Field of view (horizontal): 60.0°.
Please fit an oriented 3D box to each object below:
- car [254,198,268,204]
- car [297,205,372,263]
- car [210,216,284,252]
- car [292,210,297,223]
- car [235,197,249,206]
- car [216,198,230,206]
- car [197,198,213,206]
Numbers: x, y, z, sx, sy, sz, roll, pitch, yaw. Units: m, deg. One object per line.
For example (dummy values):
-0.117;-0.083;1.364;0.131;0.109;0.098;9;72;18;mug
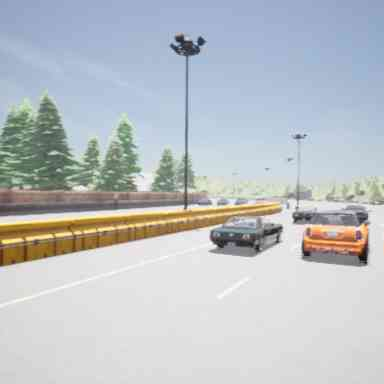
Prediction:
12.761;1.833;61.265;2.097;1.767;4.553;0;0;18;car
5.752;1.482;13.020;2.097;1.767;4.553;0;0;29;car
2.589;1.710;14.542;1.895;1.301;4.718;0;0;29;car
9.749;1.858;27.730;1.895;1.301;4.718;0;0;28;car
9.349;1.803;62.086;2.097;1.767;4.553;0;0;19;car
5.919;1.947;62.806;1.812;1.442;4.674;1;0;19;car
2.547;1.939;63.603;2.033;1.411;5.357;0;0;19;car
